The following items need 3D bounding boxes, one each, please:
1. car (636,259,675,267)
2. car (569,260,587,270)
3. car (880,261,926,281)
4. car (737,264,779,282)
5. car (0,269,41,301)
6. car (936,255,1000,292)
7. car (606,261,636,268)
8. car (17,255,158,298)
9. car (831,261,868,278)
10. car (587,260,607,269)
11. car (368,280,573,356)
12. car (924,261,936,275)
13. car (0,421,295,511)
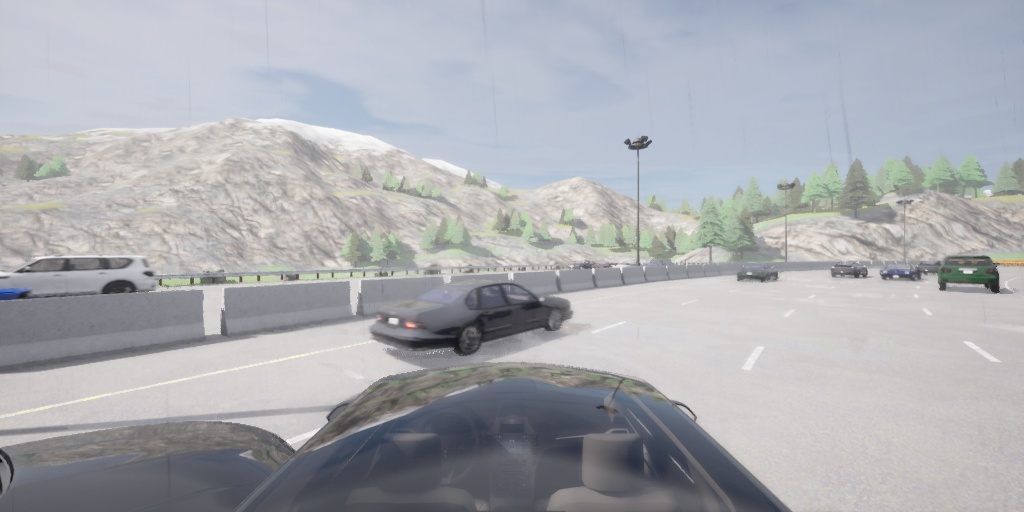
[{"bbox_3d":[16.257,1.151,39.775,4.553,1.767,2.097,0,0,-38],"label":"car"},{"bbox_3d":[9.656,1.241,47.941,4.902,1.511,2.128,0,0,-38],"label":"car"},{"bbox_3d":[32.308,1.348,29.733,4.718,1.301,1.895,0,0,-35],"label":"car"},{"bbox_3d":[19.848,1.311,28.916,4.181,1.385,1.994,0,0,-40],"label":"car"},{"bbox_3d":[-14.651,1.227,7.953,1.882,1.535,5.008,0,0,37],"label":"car"},{"bbox_3d":[27.372,0.971,21.573,5.566,2.045,2.150,0,0,-39],"label":"car"},{"bbox_3d":[13.608,1.346,42.142,4.718,1.301,1.895,0,0,-38],"label":"car"},{"bbox_3d":[-18.387,0.970,14.641,2.150,2.045,5.566,0,0,38],"label":"car"},{"bbox_3d":[31.375,1.238,33.342,4.902,1.511,2.128,0,0,-35],"label":"car"},{"bbox_3d":[11.910,1.347,45.262,4.181,1.385,1.994,0,0,-38],"label":"car"},{"bbox_3d":[-0.620,1.296,8.757,2.033,1.411,5.357,0,0,41],"label":"car"},{"bbox_3d":[43.313,1.238,36.865,4.902,1.511,2.128,0,0,-31],"label":"car"},{"bbox_3d":[-2.983,1.255,0.534,4.892,1.490,1.837,0,0,-45],"label":"car"}]
